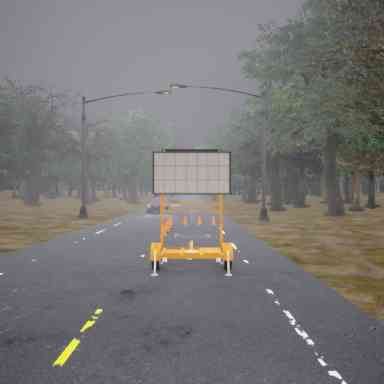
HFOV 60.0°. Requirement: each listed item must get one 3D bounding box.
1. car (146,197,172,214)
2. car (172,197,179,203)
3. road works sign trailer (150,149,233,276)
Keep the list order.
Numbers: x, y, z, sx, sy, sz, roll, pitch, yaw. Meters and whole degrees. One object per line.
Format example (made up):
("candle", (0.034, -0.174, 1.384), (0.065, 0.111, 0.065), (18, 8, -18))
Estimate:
("car", (-3.578, 1.403, 35.538), (2.097, 1.767, 4.553), (0, 0, 0))
("car", (-3.461, 1.665, 63.411), (1.994, 1.385, 4.181), (0, 0, 0))
("road works sign trailer", (-0.010, 0.476, 10.372), (2.380, 3.560, 2.880), (0, 0, 0))
